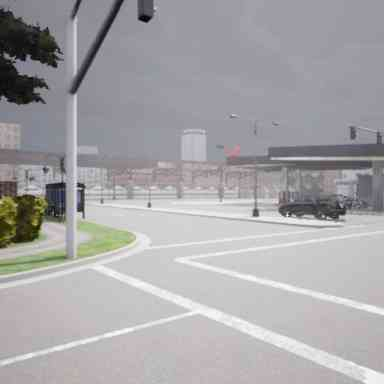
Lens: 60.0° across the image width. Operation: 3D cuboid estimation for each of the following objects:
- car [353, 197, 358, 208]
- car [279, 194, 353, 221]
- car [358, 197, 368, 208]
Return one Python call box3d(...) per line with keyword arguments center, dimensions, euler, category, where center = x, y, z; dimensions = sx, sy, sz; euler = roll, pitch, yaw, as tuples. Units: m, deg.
box3d(center=(16.938, 1.275, 40.299), dimensions=(2.242, 1.667, 4.611), euler=(0, 0, -35), category="car")
box3d(center=(9.917, 1.208, 27.707), dimensions=(2.150, 2.045, 5.566), euler=(0, 0, -36), category="car")
box3d(center=(21.202, 1.432, 44.223), dimensions=(1.970, 1.475, 3.806), euler=(0, 0, -35), category="car")
